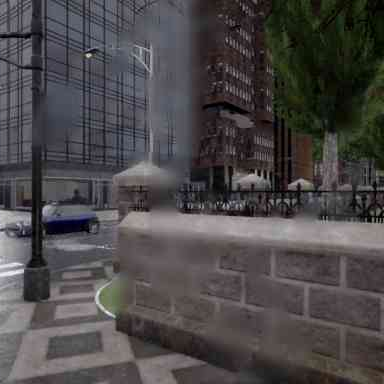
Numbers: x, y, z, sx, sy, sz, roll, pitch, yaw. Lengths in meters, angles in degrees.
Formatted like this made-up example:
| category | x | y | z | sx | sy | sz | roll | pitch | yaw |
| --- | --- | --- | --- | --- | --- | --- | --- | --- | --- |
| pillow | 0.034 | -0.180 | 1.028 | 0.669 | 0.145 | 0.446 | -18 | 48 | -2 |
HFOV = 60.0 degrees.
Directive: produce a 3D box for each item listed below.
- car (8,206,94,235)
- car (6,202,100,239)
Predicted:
| category | x | y | z | sx | sy | sz | roll | pitch | yaw |
| --- | --- | --- | --- | --- | --- | --- | --- | --- | --- |
| car | -8.445 | 1.632 | 20.222 | 2.008 | 1.369 | 4.403 | 0 | -1 | 36 |
| car | -7.166 | 1.422 | 17.495 | 2.097 | 1.767 | 4.553 | 0 | 0 | 37 |
